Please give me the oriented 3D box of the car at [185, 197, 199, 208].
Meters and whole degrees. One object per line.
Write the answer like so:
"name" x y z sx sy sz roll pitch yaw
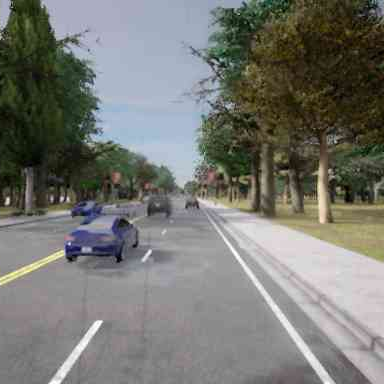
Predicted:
"car" 0.047 1.645 52.977 2.097 1.767 4.553 0 0 0

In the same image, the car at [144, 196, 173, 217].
"car" -3.171 1.382 33.473 2.150 2.045 5.566 0 0 0

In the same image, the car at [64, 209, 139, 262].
"car" -3.153 1.577 12.257 1.812 1.442 4.674 0 0 0

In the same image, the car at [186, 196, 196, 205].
"car" -0.172 1.817 72.974 2.097 1.767 4.553 0 -1 0

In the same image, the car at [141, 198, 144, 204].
"car" -9.920 1.840 72.680 1.812 1.442 4.674 0 -1 0

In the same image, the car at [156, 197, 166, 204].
"car" -6.670 1.840 72.707 1.812 1.442 4.674 0 -1 0

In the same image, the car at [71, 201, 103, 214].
"car" -9.855 1.629 31.518 1.882 1.535 5.008 0 0 0

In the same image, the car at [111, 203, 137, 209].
"car" -6.606 1.754 31.947 1.895 1.301 4.718 0 0 0
